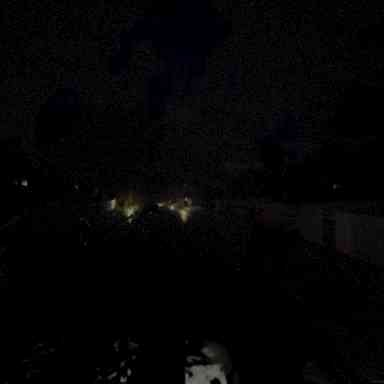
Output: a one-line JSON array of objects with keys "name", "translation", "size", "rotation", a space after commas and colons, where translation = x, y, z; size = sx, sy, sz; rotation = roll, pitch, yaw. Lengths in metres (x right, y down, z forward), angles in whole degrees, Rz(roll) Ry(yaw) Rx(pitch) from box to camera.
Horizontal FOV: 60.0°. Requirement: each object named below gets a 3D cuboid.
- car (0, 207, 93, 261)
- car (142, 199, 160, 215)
[{"name": "car", "translation": [-6.536, 1.567, 13.584], "size": [2.097, 1.767, 4.553], "rotation": [-4, -1, 44]}, {"name": "car", "translation": [-4.724, 1.873, 38.340], "size": [2.033, 1.411, 5.357], "rotation": [0, -1, -5]}]
